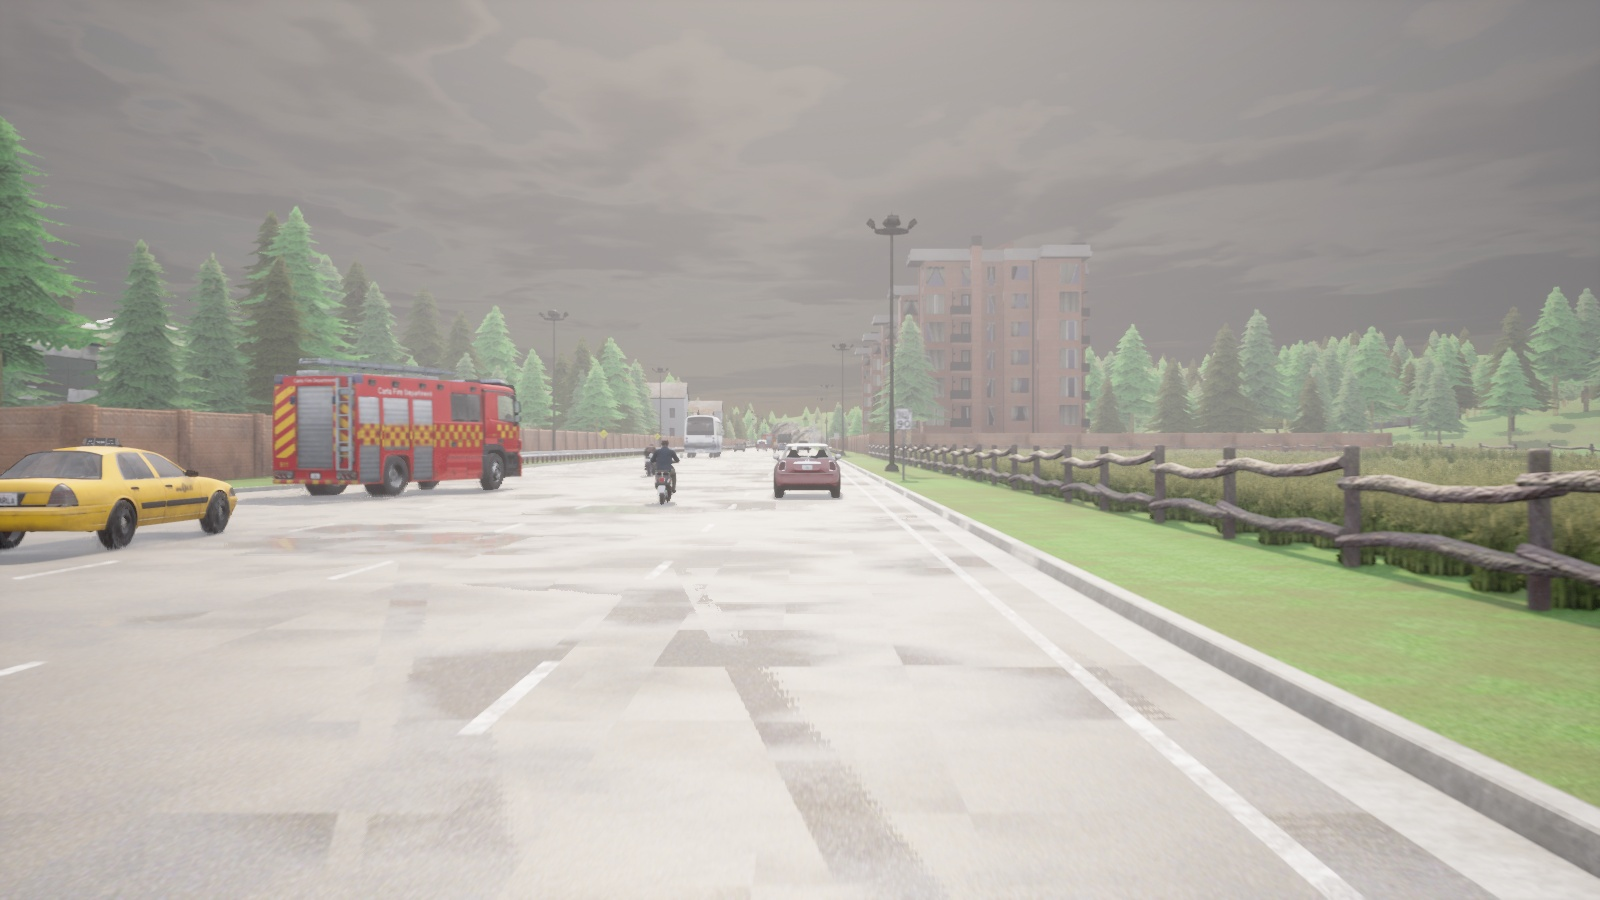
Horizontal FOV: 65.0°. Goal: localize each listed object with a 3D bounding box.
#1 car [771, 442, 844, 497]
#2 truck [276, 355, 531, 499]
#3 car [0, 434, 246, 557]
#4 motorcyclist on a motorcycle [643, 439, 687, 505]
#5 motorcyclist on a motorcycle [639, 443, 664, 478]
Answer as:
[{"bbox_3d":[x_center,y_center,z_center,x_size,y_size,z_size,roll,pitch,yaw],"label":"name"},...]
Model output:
[{"bbox_3d":[0.207,0.510,35.828,1.970,1.475,3.806,0,0,0],"label":"car"},{"bbox_3d":[-11.648,-0.642,38.032,2.891,3.827,8.468,0,0,19],"label":"truck"},{"bbox_3d":[-10.384,0.571,18.797,1.801,1.575,5.366,0,0,0],"label":"car"},{"bbox_3d":[-3.319,0.523,30.978,0.866,1.590,1.817,0,0,0],"label":"motorcyclist on a motorcycle"},{"bbox_3d":[-6.682,0.456,56.705,0.866,1.530,2.191,0,0,0],"label":"motorcyclist on a motorcycle"}]
